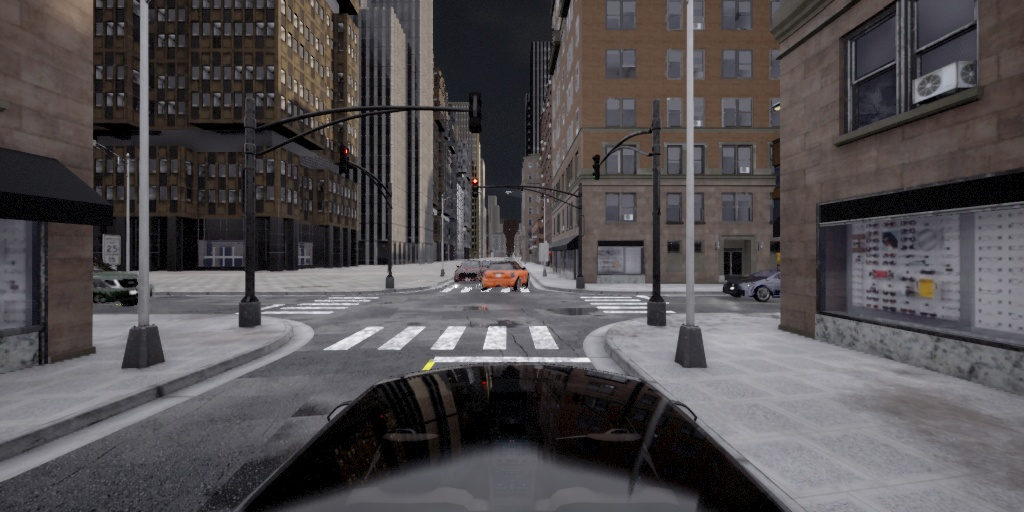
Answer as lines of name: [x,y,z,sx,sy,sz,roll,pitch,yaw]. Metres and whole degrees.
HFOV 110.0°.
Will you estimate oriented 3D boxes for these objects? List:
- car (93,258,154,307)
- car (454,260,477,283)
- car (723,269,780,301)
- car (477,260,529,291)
car: [-16.739,0.974,13.225,5.566,2.045,2.150,0,0,-1]
car: [-3.159,1.102,27.804,2.097,1.767,4.553,0,0,0]
car: [12.219,1.313,16.675,4.181,1.385,1.994,0,0,-1]
car: [-0.302,1.102,21.941,2.097,1.767,4.553,0,0,12]
